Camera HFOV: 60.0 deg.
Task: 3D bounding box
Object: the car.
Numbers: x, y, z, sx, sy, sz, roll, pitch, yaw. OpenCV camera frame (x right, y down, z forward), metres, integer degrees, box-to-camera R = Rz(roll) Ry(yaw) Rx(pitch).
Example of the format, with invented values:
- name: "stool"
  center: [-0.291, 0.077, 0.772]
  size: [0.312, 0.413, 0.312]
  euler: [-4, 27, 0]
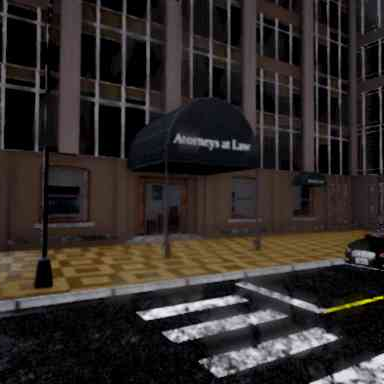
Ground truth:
- name: "car"
  center: [7.151, 1.826, 11.071]
  size: [4.902, 1.511, 2.128]
  euler: [1, -2, -30]
